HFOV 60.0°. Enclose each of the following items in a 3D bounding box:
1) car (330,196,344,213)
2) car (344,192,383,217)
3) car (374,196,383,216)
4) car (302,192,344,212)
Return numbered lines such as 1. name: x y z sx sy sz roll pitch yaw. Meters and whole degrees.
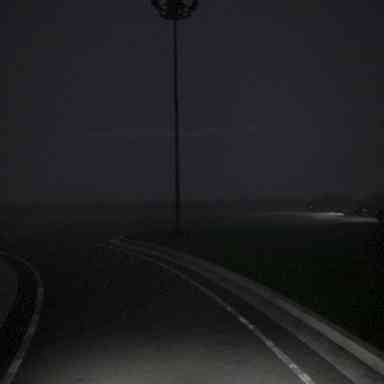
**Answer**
1. car: 16.413 1.393 32.899 4.181 1.385 1.994 -1 0 -11
2. car: 16.847 1.039 29.426 5.566 2.045 2.150 -1 0 -11
3. car: 17.319 1.282 25.951 5.008 1.535 1.882 -1 0 -11
4. car: 14.787 1.076 36.160 5.566 2.045 2.150 -1 0 -11
